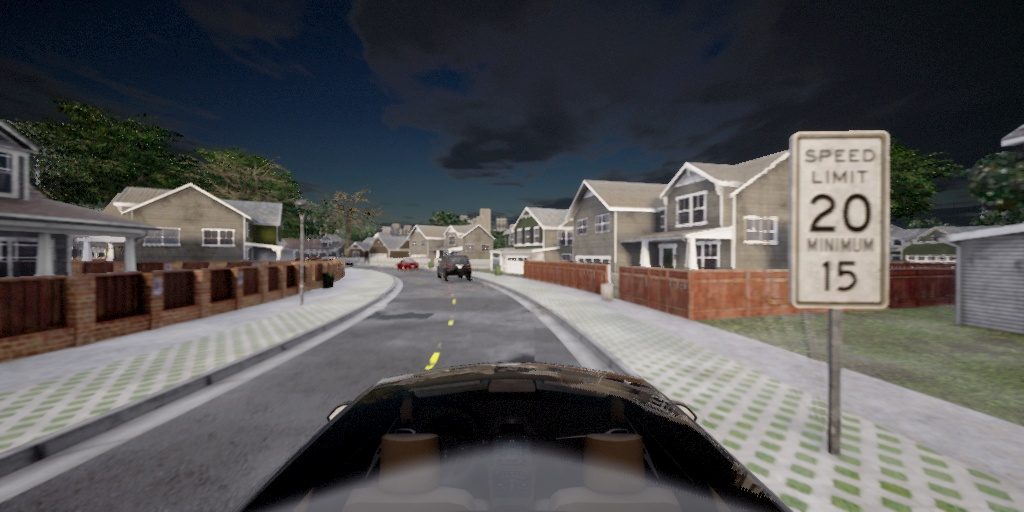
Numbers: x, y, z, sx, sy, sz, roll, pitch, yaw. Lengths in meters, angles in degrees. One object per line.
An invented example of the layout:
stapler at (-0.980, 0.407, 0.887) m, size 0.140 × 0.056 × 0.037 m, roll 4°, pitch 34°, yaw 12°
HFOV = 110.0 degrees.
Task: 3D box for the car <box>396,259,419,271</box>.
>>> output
car at (-13.982, 1.155, 47.715) m, size 1.882 × 1.535 × 5.008 m, roll 0°, pitch 0°, yaw -33°

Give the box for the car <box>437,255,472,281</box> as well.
car at (-4.861, 0.942, 29.802) m, size 2.150 × 2.045 × 5.566 m, roll 0°, pitch 0°, yaw -19°
